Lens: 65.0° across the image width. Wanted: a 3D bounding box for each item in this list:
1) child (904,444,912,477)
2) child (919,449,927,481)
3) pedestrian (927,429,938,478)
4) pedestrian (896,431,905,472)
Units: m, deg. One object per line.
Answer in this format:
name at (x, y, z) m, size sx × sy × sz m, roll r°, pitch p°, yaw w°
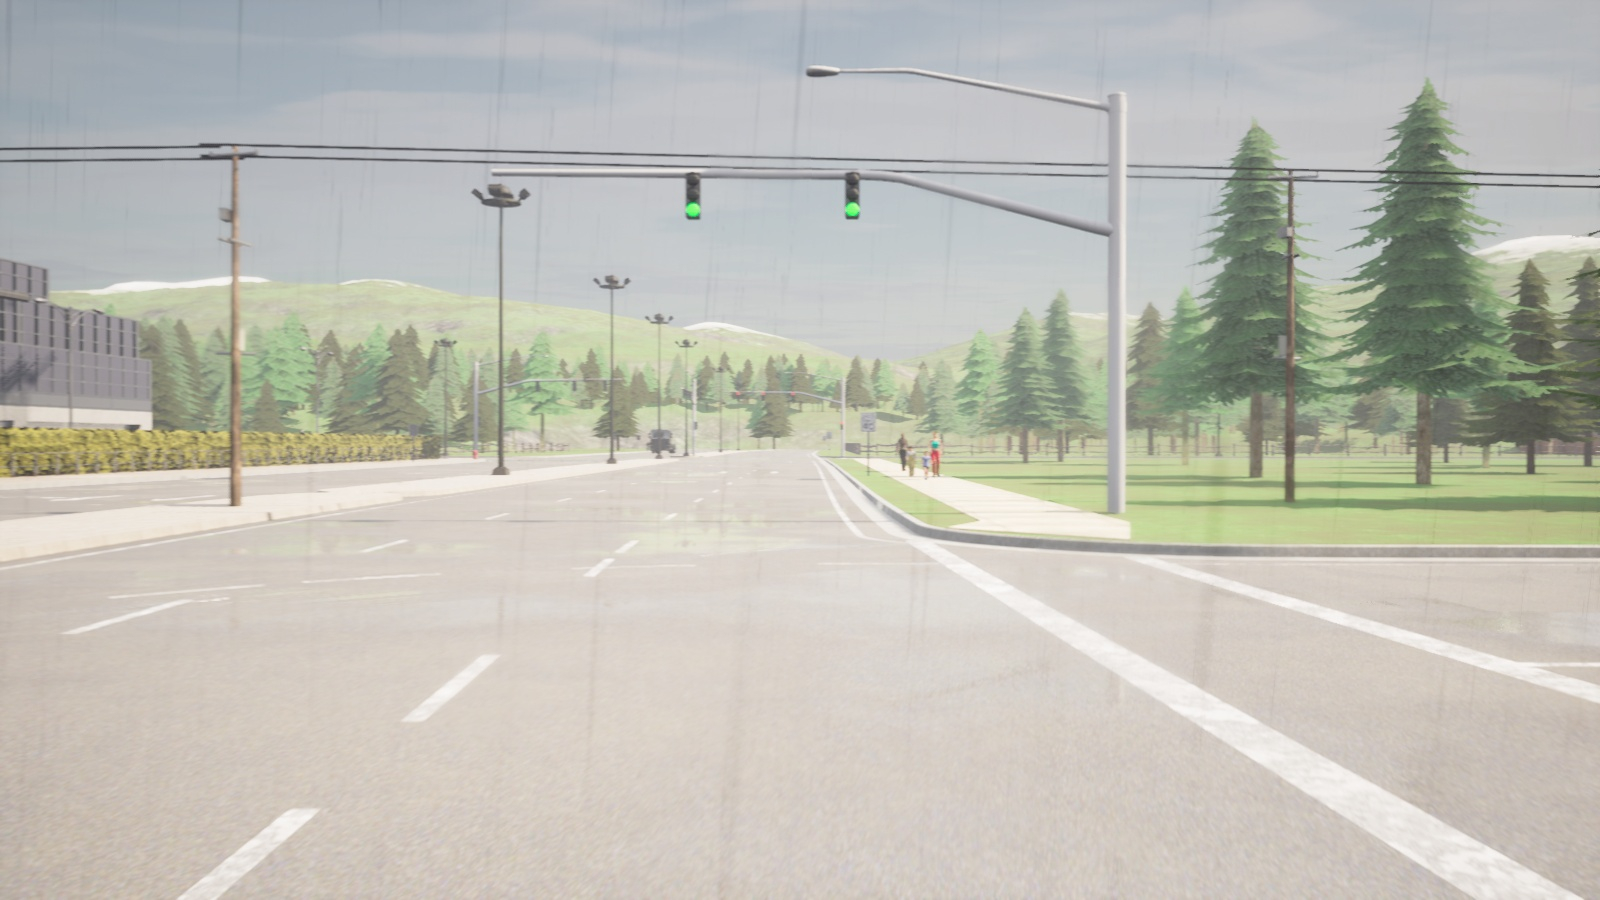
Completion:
child at (4.198, 0.402, 48.676) m, size 0.270 × 1.263 × 0.437 m, roll 0°, pitch 0°, yaw 2°
child at (4.333, 0.527, 44.243) m, size 0.255 × 1.110 × 0.394 m, roll 0°, pitch 0°, yaw 1°
pedestrian at (5.031, 0.130, 47.701) m, size 0.345 × 1.836 × 0.594 m, roll 0°, pitch 0°, yaw 0°
pedestrian at (4.580, 0.074, 57.288) m, size 0.331 × 1.846 × 0.634 m, roll 0°, pitch 0°, yaw 1°
